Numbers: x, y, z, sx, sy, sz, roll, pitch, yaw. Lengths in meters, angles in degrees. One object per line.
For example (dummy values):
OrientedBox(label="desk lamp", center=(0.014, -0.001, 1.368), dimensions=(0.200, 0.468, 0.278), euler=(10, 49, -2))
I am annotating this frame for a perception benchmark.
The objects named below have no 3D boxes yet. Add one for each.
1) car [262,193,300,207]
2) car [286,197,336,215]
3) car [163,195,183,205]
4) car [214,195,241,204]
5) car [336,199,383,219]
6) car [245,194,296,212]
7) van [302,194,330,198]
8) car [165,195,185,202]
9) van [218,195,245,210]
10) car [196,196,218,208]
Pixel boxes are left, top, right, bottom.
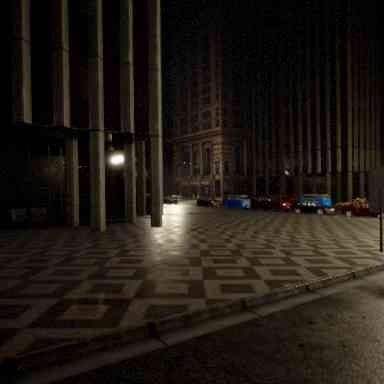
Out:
OrientedBox(label="car", center=(12.565, 1.129, 47.313), dimensions=(2.192, 1.841, 5.009), euler=(-1, 1, -36))
OrientedBox(label="car", center=(12.100, 1.548, 33.375), dimensions=(2.008, 1.369, 4.403), euler=(-1, 1, -36))
OrientedBox(label="car", center=(-4.055, 1.438, 55.786), dimensions=(2.008, 1.369, 4.403), euler=(-1, 1, -36))
OrientedBox(label="car", center=(6.010, 1.296, 56.419), dimensions=(1.752, 1.417, 4.829), euler=(-1, 1, -36))
OrientedBox(label="car", center=(15.330, 1.566, 28.893), dimensions=(1.887, 1.381, 4.507), euler=(-1, 1, -36))
OrientedBox(label="car", center=(8.867, 1.290, 37.855), dimensions=(2.192, 1.841, 5.009), euler=(-1, 1, -36))
OrientedBox(label="van", center=(15.794, 1.178, 42.830), dimensions=(1.690, 1.788, 3.998), euler=(-1, 1, -36))
OrientedBox(label="car", center=(-3.577, 1.257, 69.731), dimensions=(2.008, 1.369, 4.403), euler=(-1, 1, -36))
OrientedBox(label="van", center=(5.636, 1.294, 42.338), dimensions=(1.690, 1.788, 3.998), euler=(-1, 1, -36))
OrientedBox(label="car", center=(2.406, 1.371, 46.820), dimensions=(1.967, 1.590, 4.097), euler=(-1, 1, -36))
